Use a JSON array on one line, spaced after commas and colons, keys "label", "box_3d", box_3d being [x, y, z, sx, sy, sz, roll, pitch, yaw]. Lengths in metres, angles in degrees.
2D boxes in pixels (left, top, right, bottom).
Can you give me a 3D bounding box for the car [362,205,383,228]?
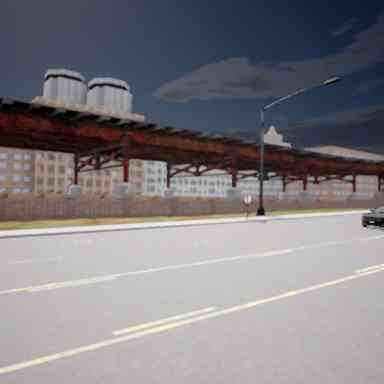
[{"label": "car", "box_3d": [13.171, 1.586, 22.004, 5.008, 1.535, 1.882, 0, 0, -36]}]
